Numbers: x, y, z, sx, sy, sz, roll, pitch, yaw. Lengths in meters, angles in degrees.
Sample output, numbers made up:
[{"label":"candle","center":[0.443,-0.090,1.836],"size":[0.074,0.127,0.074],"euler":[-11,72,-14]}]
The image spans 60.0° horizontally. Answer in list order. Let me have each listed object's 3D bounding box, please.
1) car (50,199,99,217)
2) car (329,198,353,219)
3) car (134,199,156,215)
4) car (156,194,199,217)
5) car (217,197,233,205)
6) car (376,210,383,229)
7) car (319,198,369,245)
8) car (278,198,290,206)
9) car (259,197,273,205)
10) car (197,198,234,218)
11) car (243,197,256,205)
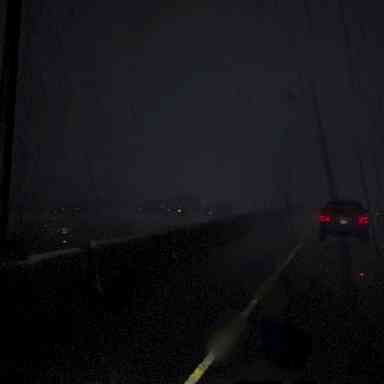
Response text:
[{"label":"car","center":[-10.112,1.348,29.029],"size":[1.812,1.442,4.674],"euler":[1,0,24]},{"label":"car","center":[16.045,1.670,35.899],"size":[2.150,2.045,5.566],"euler":[1,0,24]},{"label":"car","center":[-4.028,1.479,34.175],"size":[1.837,1.490,4.892],"euler":[1,0,24]},{"label":"car","center":[-0.956,1.264,32.465],"size":[2.150,2.045,5.566],"euler":[1,0,24]},{"label":"car","center":[6.703,1.838,67.114],"size":[1.994,1.385,4.181],"euler":[1,0,24]},{"label":"car","center":[14.935,1.949,24.660],"size":[2.033,1.411,5.357],"euler":[1,0,24]},{"label":"car","center":[7.926,1.447,17.446],"size":[2.150,2.045,5.566],"euler":[1,0,24]},{"label":"car","center":[19.272,2.047,69.614],"size":[1.882,1.535,5.008],"euler":[1,0,24]},{"label":"car","center":[15.558,1.839,69.852],"size":[2.097,1.767,4.553],"euler":[1,0,24]},{"label":"car","center":[2.621,1.617,31.910],"size":[2.128,1.511,4.902],"euler":[1,0,24]},{"label":"car","center":[12.339,1.911,71.232],"size":[1.837,1.490,4.892],"euler":[1,0,24]}]
